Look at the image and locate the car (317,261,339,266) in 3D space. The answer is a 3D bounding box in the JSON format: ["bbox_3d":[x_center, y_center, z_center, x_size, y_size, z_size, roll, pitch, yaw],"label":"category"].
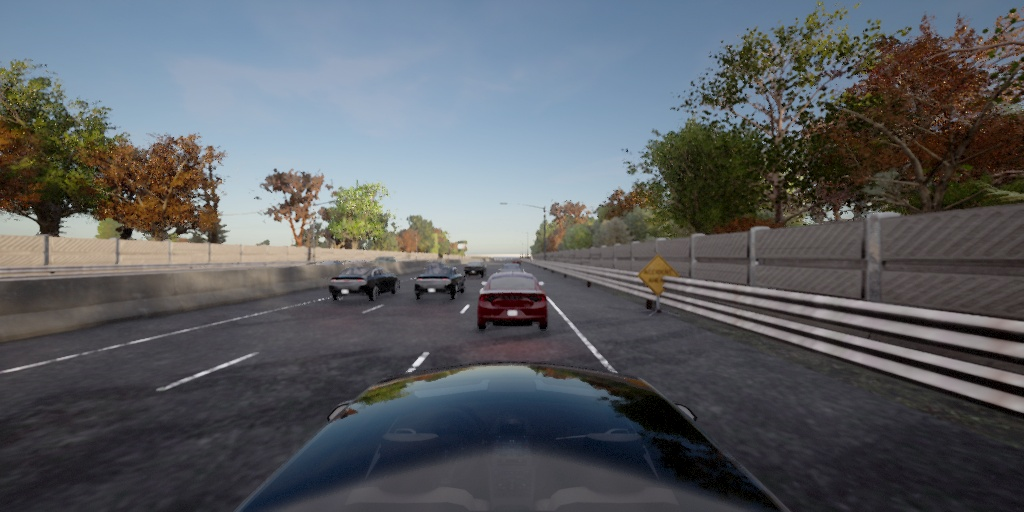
[{"bbox_3d":[-24.713,1.353,48.741,1.812,1.442,4.674,0,0,0],"label":"car"}]

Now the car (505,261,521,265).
[{"bbox_3d":[-0.011,1.331,28.292,2.033,1.411,5.357,0,0,0],"label":"car"}]

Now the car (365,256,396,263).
[{"bbox_3d":[-17.718,1.053,49.368,2.150,2.045,5.566,0,0,0],"label":"car"}]

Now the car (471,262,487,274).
[{"bbox_3d":[-3.506,1.274,34.808,1.882,1.535,5.008,0,0,0],"label":"car"}]

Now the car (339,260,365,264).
[{"bbox_3d":[-21.215,1.322,49.335,2.128,1.511,4.902,0,0,0],"label":"car"}]

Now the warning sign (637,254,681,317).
[{"bbox_3d":[4.525,0.873,11.124,1.300,1.860,1.060,0,0,0],"label":"warning sign"}]

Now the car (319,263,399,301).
[{"bbox_3d":[-6.961,1.258,17.370,2.128,1.511,4.902,0,0,0],"label":"car"}]

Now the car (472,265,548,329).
[{"bbox_3d":[0.023,1.236,11.259,1.882,1.535,5.008,0,0,0],"label":"car"}]

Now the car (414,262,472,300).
[{"bbox_3d":[-3.461,1.258,17.886,2.128,1.511,4.902,0,0,0],"label":"car"}]
